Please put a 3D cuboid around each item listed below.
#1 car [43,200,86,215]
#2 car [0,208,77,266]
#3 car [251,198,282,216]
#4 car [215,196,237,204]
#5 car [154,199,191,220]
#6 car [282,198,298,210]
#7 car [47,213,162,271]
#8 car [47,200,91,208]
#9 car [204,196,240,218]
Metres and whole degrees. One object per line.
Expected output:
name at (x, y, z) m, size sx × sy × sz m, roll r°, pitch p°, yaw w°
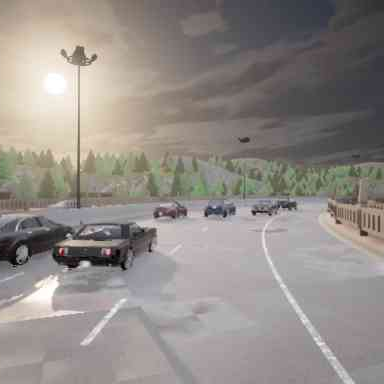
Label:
car at (-14.014, 1.652, 36.936) m, size 1.812 × 1.442 × 4.674 m, roll 0°, pitch 0°, yaw 21°
car at (-5.918, 1.528, 11.695) m, size 1.837 × 1.490 × 4.892 m, roll 0°, pitch 0°, yaw 8°
car at (7.326, 1.578, 33.296) m, size 2.033 × 1.411 × 5.357 m, roll 0°, pitch 0°, yaw 24°
car at (7.278, 1.679, 71.339) m, size 2.128 × 1.511 × 4.902 m, roll -1°, pitch -1°, yaw 42°
car at (-1.798, 1.581, 29.039) m, size 1.812 × 1.442 × 4.674 m, roll 0°, pitch 0°, yaw 18°
car at (12.181, 1.548, 42.809) m, size 1.837 × 1.490 × 4.892 m, roll 0°, pitch 0°, yaw 32°
car at (-2.540, 1.619, 11.064) m, size 1.895 × 1.301 × 4.718 m, roll 0°, pitch 0°, yaw 7°
car at (-11.915, 1.592, 32.453) m, size 2.128 × 1.511 × 4.902 m, roll 0°, pitch 0°, yaw 19°
car at (2.735, 1.397, 31.209) m, size 2.097 × 1.767 × 4.553 m, roll 0°, pitch 0°, yaw 20°
